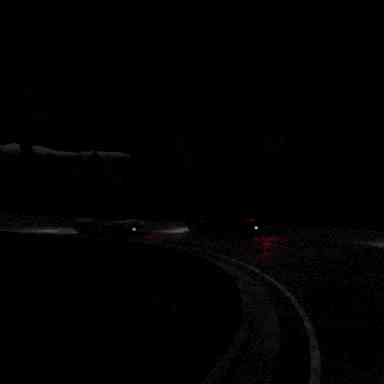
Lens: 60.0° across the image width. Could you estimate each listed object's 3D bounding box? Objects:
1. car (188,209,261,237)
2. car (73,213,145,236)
[{"bbox_3d":[1.863,1.786,20.285,4.892,1.490,1.837,-2,-3,44],"label":"car"},{"bbox_3d":[-5.352,1.986,21.160,4.718,1.301,1.895,-1,-1,31],"label":"car"}]
